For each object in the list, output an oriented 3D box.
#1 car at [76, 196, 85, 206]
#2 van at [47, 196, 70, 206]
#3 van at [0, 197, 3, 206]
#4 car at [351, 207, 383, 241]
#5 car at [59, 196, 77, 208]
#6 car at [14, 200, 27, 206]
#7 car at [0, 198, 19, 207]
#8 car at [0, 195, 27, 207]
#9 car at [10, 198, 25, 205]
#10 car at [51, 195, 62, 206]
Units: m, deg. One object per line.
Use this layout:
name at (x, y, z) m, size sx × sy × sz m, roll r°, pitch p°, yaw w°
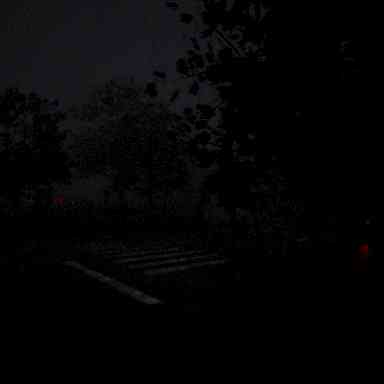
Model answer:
car at (-25.110, 1.787, 67.966) m, size 5.566 × 2.045 × 2.435 m, roll 1°, pitch -2°, yaw -40°
van at (-29.142, 1.968, 72.664) m, size 4.442 × 1.987 × 1.878 m, roll 1°, pitch -2°, yaw -40°
van at (-42.617, 2.065, 70.041) m, size 4.442 × 1.987 × 1.878 m, roll 1°, pitch -2°, yaw -40°
car at (11.029, 1.595, 17.601) m, size 4.553 × 1.767 × 2.097 m, roll 0°, pitch 0°, yaw 2°
car at (-20.266, 1.831, 54.451) m, size 1.812 × 1.442 × 4.674 m, roll 0°, pitch -1°, yaw -23°
car at (-43.002, 2.724, 83.356) m, size 1.895 × 1.301 × 4.718 m, roll 1°, pitch -3°, yaw -40°
car at (-33.760, 1.912, 59.241) m, size 4.892 × 1.521 × 2.231 m, roll 1°, pitch -2°, yaw -40°
car at (-32.028, 1.608, 57.217) m, size 5.566 × 2.045 × 2.435 m, roll 1°, pitch -2°, yaw -40°
car at (-38.025, 2.058, 72.302) m, size 1.882 × 1.535 × 5.008 m, roll 1°, pitch -2°, yaw -40°
car at (-26.069, 1.673, 63.052) m, size 2.150 × 2.045 × 5.566 m, roll 1°, pitch -2°, yaw -40°
